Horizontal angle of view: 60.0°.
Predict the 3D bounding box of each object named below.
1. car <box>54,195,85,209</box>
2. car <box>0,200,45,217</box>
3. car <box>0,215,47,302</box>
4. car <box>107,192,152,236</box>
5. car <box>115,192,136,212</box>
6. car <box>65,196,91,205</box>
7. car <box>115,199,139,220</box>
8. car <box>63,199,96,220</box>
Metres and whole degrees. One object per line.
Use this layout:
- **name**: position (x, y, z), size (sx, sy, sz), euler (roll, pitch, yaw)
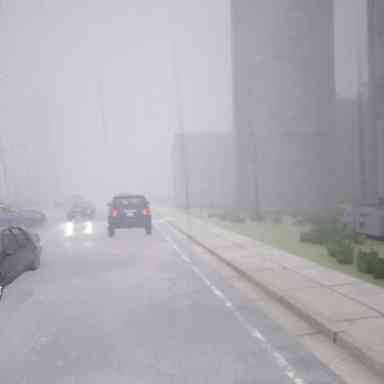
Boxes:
- **car**: position (-16.977, 1.313, 46.027), size (3.866, 1.878, 1.905), euler (-1, 1, -11)
- **car**: position (-12.233, 1.573, 22.291), size (4.611, 1.667, 2.242), euler (-1, 1, -11)
- **car**: position (-5.125, 1.596, 8.168), size (2.033, 1.411, 5.357), euler (-1, 1, -12)
- **car**: position (-3.444, 1.143, 18.307), size (2.150, 2.045, 5.566), euler (-1, 0, -11)
- **car**: position (-7.659, 1.068, 38.569), size (2.150, 2.045, 5.566), euler (-1, 0, -11)
- **car**: position (-20.170, 1.468, 59.139), size (4.193, 1.474, 1.816), euler (-1, 1, -11)
- **car**: position (-5.563, 1.409, 28.527), size (1.812, 1.442, 4.674), euler (-1, 1, -12)
- **car**: position (-9.125, 1.575, 27.655), size (1.895, 1.301, 4.718), euler (-1, 1, -12)
